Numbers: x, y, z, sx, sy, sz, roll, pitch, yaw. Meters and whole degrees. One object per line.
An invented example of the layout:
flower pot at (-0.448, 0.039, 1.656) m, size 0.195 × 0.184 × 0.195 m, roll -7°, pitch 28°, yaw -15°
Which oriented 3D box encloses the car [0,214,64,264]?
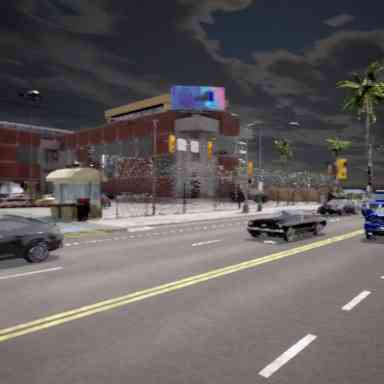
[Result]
car at (-6.062, 1.386, 9.464) m, size 1.812 × 1.442 × 4.674 m, roll 1°, pitch 1°, yaw 43°

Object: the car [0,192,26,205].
car at (-23.528, 0.969, 44.209) m, size 1.895 × 1.301 × 4.718 m, roll 1°, pitch 1°, yaw 43°

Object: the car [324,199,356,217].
car at (13.122, 1.340, 29.518) m, size 5.357 × 1.411 × 2.033 m, roll 0°, pitch 1°, yaw -44°

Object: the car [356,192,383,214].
car at (15.899, 1.055, 27.323) m, size 5.566 × 2.045 × 2.150 m, roll 0°, pitch 1°, yaw -43°

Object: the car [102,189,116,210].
car at (-10.131, 0.862, 32.034) m, size 2.185 × 1.767 × 4.553 m, roll 1°, pitch 1°, yaw 43°

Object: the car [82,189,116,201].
car at (-17.103, 0.499, 61.157) m, size 2.435 × 2.045 × 5.566 m, roll 1°, pitch 1°, yaw 43°

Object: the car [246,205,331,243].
car at (4.561, 1.472, 15.664) m, size 1.895 × 1.301 × 4.718 m, roll 1°, pitch 1°, yaw 43°

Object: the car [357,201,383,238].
car at (9.851, 1.383, 15.921) m, size 1.882 × 1.535 × 5.008 m, roll 1°, pitch 1°, yaw 43°

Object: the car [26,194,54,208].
car at (-15.729, 0.924, 37.173) m, size 1.816 × 1.474 × 4.193 m, roll 1°, pitch 1°, yaw 43°

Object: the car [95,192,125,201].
car at (-14.412, 0.710, 58.923) m, size 2.161 × 1.482 × 4.786 m, roll 1°, pitch 1°, yaw 43°
